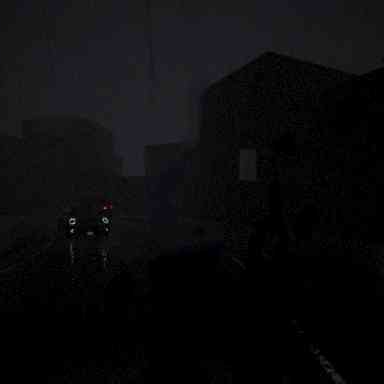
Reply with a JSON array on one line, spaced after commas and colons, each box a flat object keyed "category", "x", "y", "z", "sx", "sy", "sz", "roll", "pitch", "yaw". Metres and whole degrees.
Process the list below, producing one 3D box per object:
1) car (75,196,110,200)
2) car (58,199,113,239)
[{"category": "car", "x": -8.917, "y": 1.398, "z": 28.105, "sx": 5.566, "sy": 2.045, "sz": 2.150, "roll": -1, "pitch": -2, "yaw": 42}, {"category": "car", "x": -5.906, "y": 1.421, "z": 17.969, "sx": 2.097, "sy": 1.767, "sz": 4.553, "roll": 1, "pitch": 0, "yaw": -28}]
